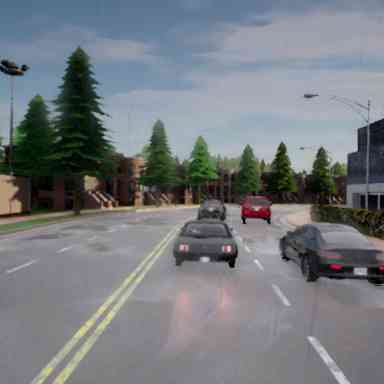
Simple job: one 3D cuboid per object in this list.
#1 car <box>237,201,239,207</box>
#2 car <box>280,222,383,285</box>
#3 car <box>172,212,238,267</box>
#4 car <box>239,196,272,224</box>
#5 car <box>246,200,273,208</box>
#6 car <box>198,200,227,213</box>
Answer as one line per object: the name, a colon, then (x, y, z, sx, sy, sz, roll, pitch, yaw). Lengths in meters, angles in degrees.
car: (9.606, 1.747, 56.663, 4.902, 1.511, 2.128, 1, 0, -44)
car: (3.896, 1.615, 9.754, 1.812, 1.442, 4.674, 1, 0, 3)
car: (0.485, 1.624, 11.609, 1.895, 1.301, 4.718, 1, 0, 3)
car: (5.127, 1.357, 26.738, 2.150, 2.045, 5.566, 1, 0, 9)
car: (10.755, 1.876, 52.958, 1.895, 1.301, 4.718, 1, 0, 45)
car: (1.802, 1.418, 27.656, 2.097, 1.767, 4.553, 1, 0, 9)
